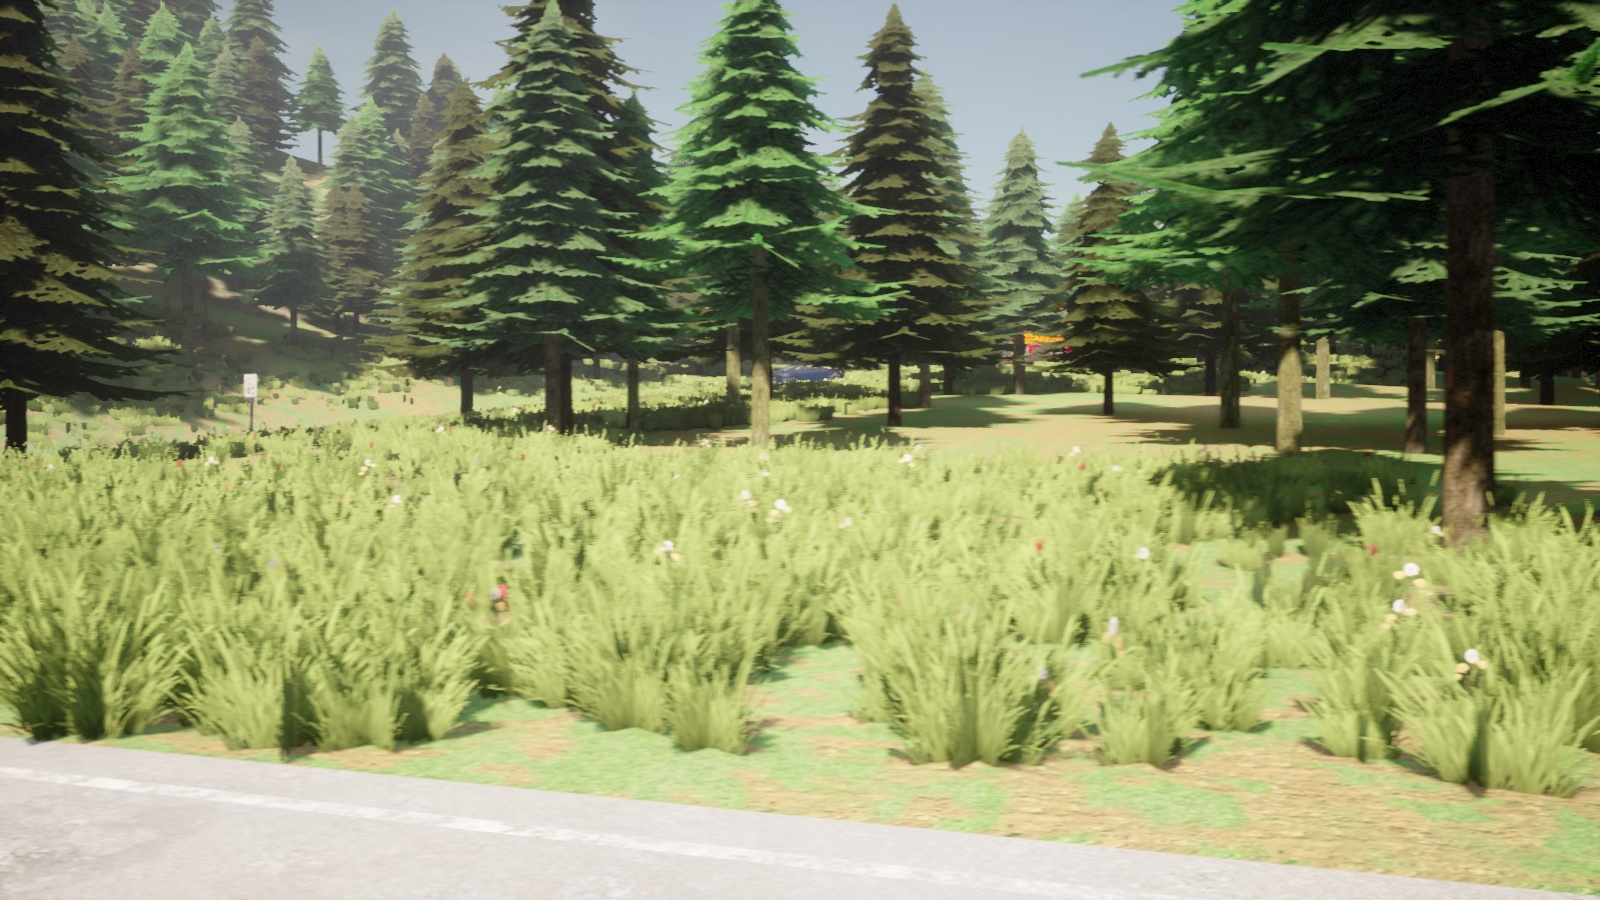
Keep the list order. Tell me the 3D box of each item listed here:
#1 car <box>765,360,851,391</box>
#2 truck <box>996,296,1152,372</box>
[{"bbox_3d":[0.450,-4.100,68.976,4.181,1.385,1.994,-6,4,-31],"label":"car"},{"bbox_3d":[16.285,-6.870,74.717,8.468,3.827,2.891,-5,3,-15],"label":"truck"}]
